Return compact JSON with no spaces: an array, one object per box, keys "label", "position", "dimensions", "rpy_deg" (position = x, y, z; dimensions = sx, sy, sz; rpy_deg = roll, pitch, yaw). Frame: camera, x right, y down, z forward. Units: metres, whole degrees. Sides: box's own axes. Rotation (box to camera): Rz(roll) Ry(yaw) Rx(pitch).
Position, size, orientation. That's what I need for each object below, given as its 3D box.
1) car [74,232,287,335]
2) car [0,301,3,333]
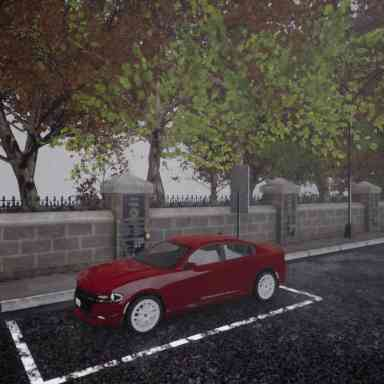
[{"label":"car","position":[-0.018,1.545,6.702],"dimensions":[4.507,1.381,1.887],"rpy_deg":[0,0,-35]},{"label":"car","position":[-4.500,1.551,3.446],"dimensions":[4.403,1.369,2.008],"rpy_deg":[0,0,-35]}]
